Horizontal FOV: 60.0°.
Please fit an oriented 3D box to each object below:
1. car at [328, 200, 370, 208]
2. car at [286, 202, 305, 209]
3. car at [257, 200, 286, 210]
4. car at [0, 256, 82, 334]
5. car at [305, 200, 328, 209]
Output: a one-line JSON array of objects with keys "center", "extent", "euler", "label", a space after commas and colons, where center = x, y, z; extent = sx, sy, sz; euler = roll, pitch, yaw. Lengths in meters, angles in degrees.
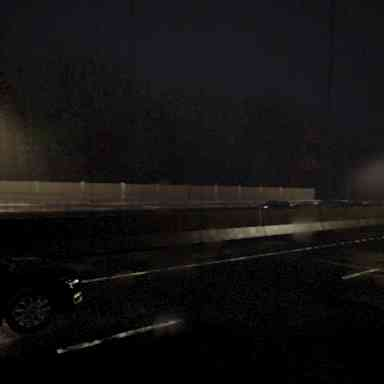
[{"center": [15.767, 1.769, 32.502], "extent": [4.892, 1.490, 1.837], "euler": [1, 0, -35], "label": "car"}, {"center": [13.612, 1.841, 39.557], "extent": [4.181, 1.385, 1.994], "euler": [1, 0, -35], "label": "car"}, {"center": [10.258, 1.764, 41.461], "extent": [4.892, 1.490, 1.837], "euler": [1, -1, -35], "label": "car"}, {"center": [-4.247, 1.492, 5.142], "extent": [4.892, 1.490, 1.837], "euler": [1, 0, -36], "label": "car"}, {"center": [14.837, 1.624, 36.137], "extent": [4.553, 1.767, 2.097], "euler": [1, 0, -35], "label": "car"}]
